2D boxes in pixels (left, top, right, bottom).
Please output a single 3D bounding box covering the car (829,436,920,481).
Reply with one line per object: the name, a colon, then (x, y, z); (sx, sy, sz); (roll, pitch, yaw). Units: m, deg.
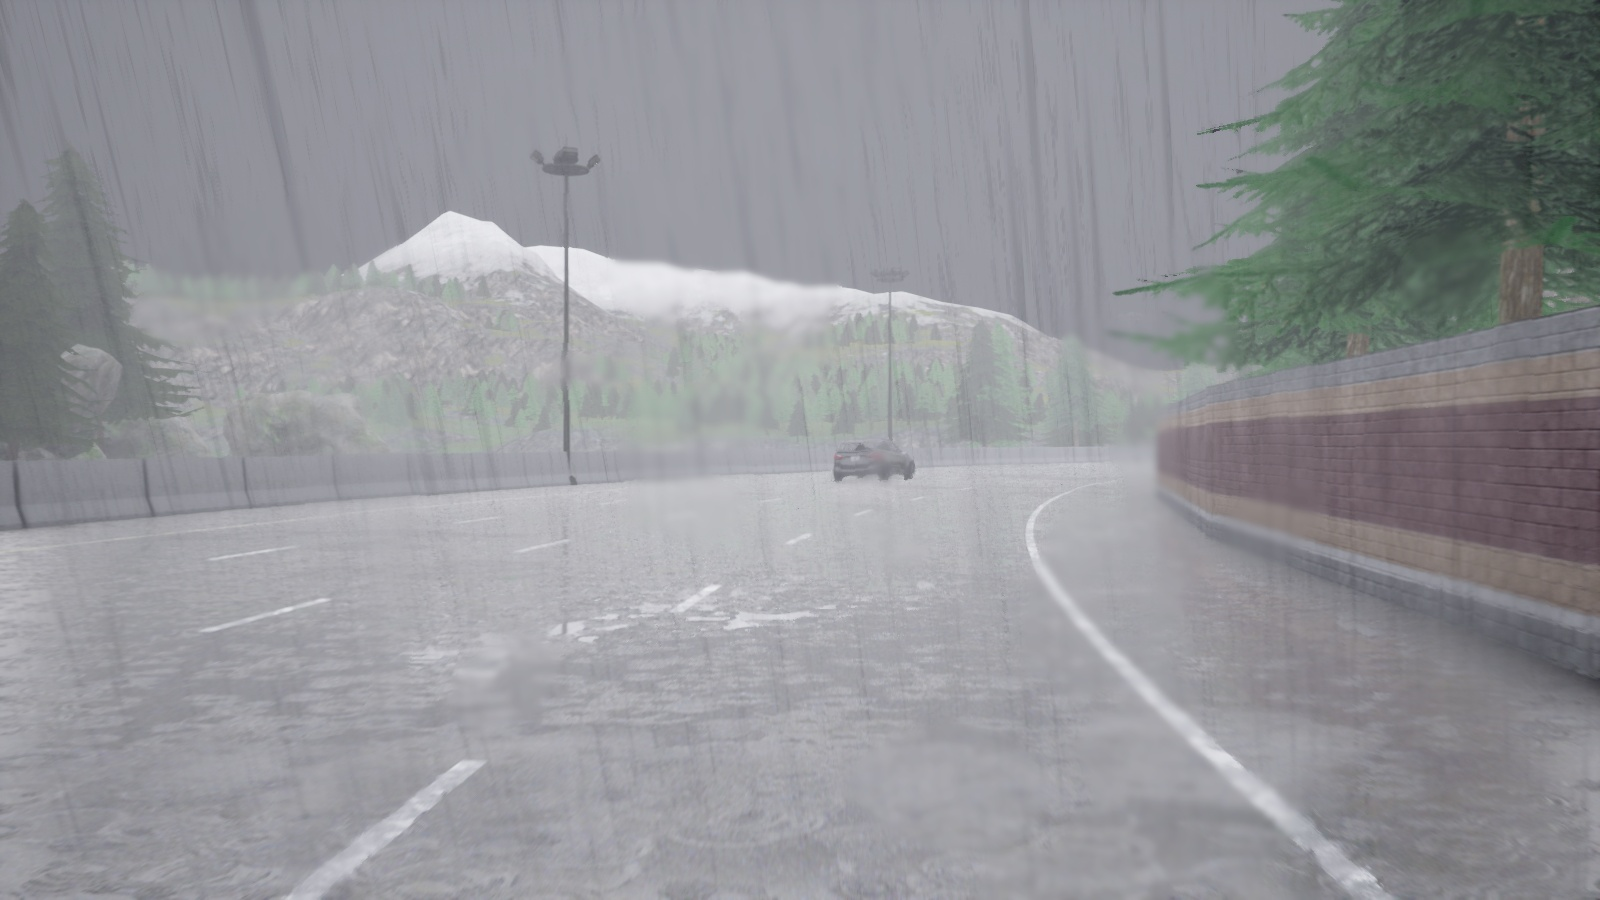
car: (2.991, 0.315, 49.377); (2.242, 1.667, 4.611); (0, 0, 22)
